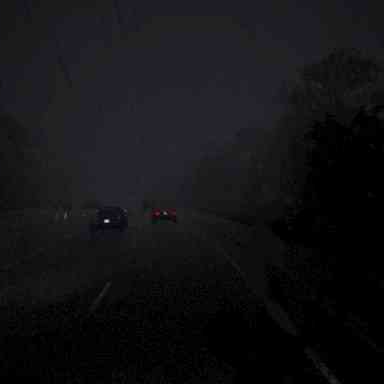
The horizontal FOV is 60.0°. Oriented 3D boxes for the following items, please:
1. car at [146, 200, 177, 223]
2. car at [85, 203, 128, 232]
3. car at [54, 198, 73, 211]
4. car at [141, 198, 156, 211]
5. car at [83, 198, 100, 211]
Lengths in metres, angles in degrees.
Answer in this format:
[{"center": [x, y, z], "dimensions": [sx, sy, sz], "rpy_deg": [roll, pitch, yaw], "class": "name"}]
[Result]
[{"center": [-2.244, 1.572, 25.871], "dimensions": [2.033, 1.411, 5.357], "rpy_deg": [0, 0, -9], "class": "car"}, {"center": [-5.028, 1.587, 20.525], "dimensions": [1.994, 1.385, 4.181], "rpy_deg": [0, 0, -8], "class": "car"}, {"center": [-16.365, 1.538, 42.518], "dimensions": [2.128, 1.511, 4.902], "rpy_deg": [0, 0, -12], "class": "car"}, {"center": [-5.444, 1.532, 42.512], "dimensions": [2.128, 1.511, 4.902], "rpy_deg": [0, 0, -12], "class": "car"}, {"center": [-12.766, 1.522, 42.447], "dimensions": [1.882, 1.535, 5.008], "rpy_deg": [0, 0, -12], "class": "car"}]
